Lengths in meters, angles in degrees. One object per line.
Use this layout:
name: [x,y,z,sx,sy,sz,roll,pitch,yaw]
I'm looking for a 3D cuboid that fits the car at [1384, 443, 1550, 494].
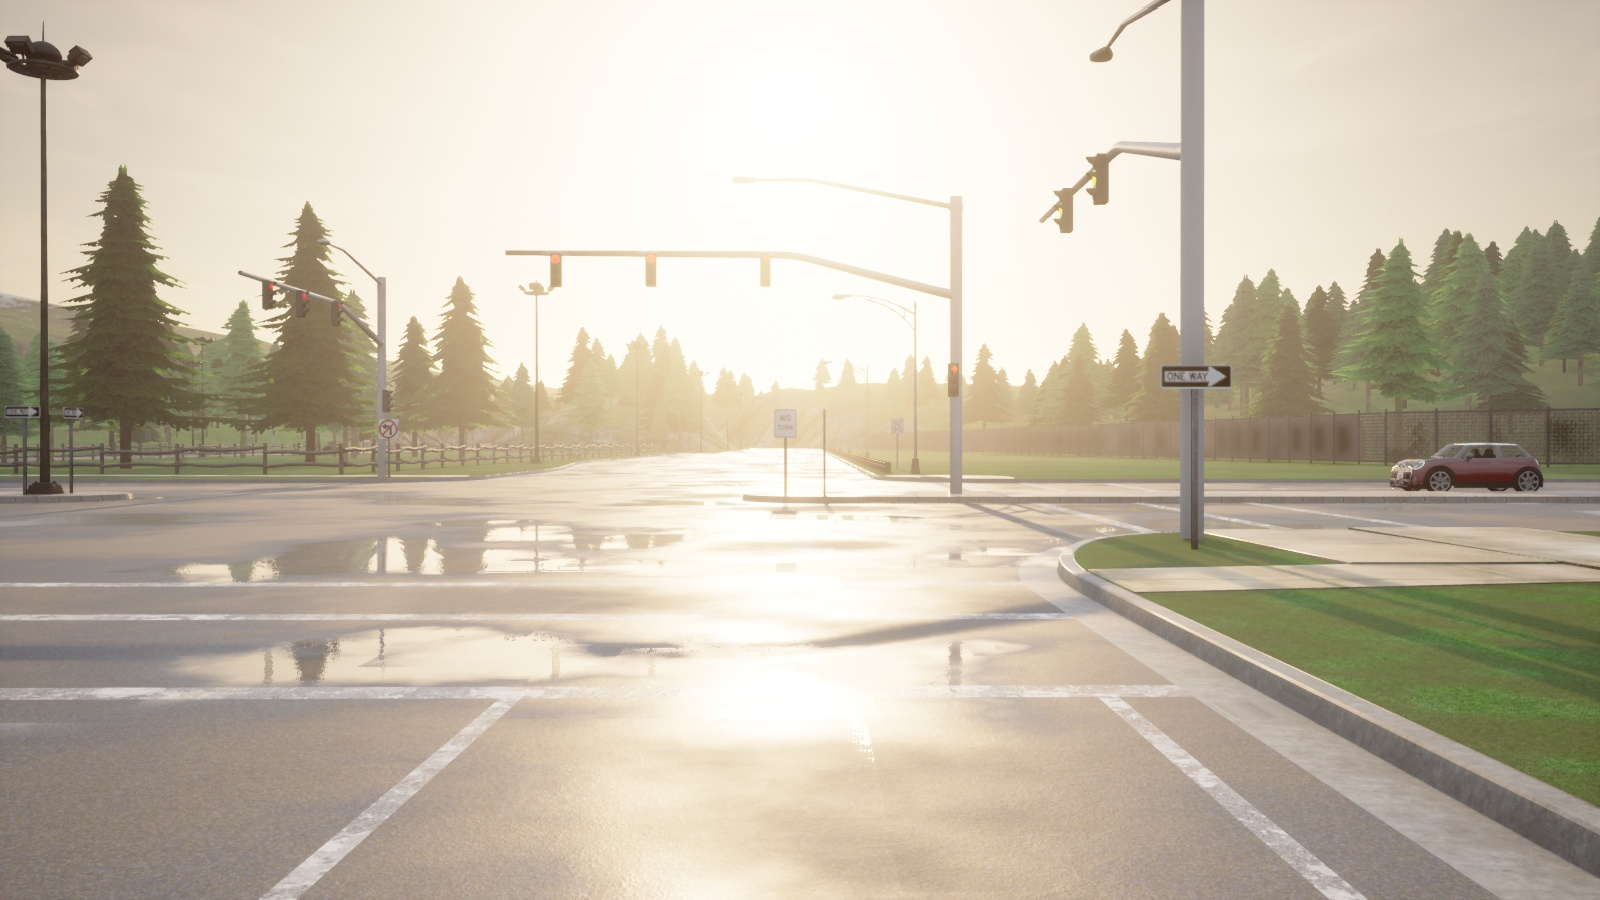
car: [19.433,0.520,36.738,3.806,1.475,1.970,0,0,1]
